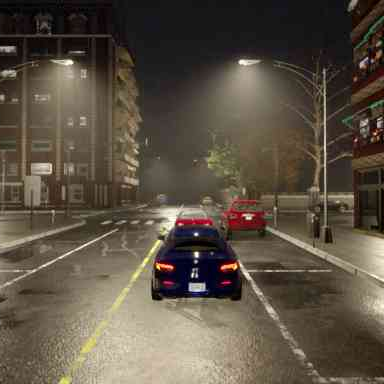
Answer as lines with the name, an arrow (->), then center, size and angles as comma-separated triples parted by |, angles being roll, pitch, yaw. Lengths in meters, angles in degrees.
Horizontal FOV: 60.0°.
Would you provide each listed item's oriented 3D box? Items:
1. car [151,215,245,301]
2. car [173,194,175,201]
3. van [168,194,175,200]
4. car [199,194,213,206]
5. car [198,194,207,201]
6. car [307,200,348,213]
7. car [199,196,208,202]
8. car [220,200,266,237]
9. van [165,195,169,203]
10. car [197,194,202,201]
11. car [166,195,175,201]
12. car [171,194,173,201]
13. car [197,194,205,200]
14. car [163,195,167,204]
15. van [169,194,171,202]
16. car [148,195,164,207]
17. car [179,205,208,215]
car -> 0.092, 1.529, 8.211 | 1.812, 1.442, 4.674 | 0, 0, 0
car -> -5.765, 1.611, 78.325 | 2.008, 1.369, 4.403 | 1, 0, 0
van -> -5.780, 1.422, 94.941 | 1.690, 1.788, 3.998 | 1, 0, 0
car -> 2.640, 1.563, 56.344 | 1.752, 1.417, 4.829 | 1, 0, 0
car -> 2.612, 1.382, 83.865 | 2.192, 1.841, 5.009 | 1, 0, 0
car -> 15.171, 1.609, 37.191 | 4.313, 1.339, 1.947 | 0, -1, 0
car -> 2.614, 1.626, 78.327 | 1.947, 1.339, 4.313 | 1, 0, 0
car -> 2.688, 1.323, 18.144 | 2.192, 1.841, 5.009 | 1, 0, 0
van -> -5.742, 1.383, 61.709 | 1.690, 1.788, 3.998 | 1, 0, 0
car -> 2.621, 1.605, 72.788 | 2.008, 1.369, 4.403 | 1, 0, 0
car -> -5.778, 1.625, 89.403 | 2.008, 1.369, 4.403 | 1, 0, 0
car -> -5.759, 1.636, 72.787 | 1.802, 1.307, 4.206 | 1, 0, 0
car -> 2.600, 1.396, 94.940 | 2.192, 1.841, 5.009 | 1, 0, 0
car -> -5.740, 1.619, 56.170 | 1.802, 1.307, 4.206 | 1, 0, 0
van -> -5.749, 1.389, 67.248 | 1.690, 1.788, 3.998 | 1, 0, 0
car -> -5.734, 1.614, 50.633 | 1.802, 1.307, 4.206 | 1, 0, 0
car -> 0.080, 1.609, 17.954 | 1.895, 1.301, 4.718 | 0, 0, 0
